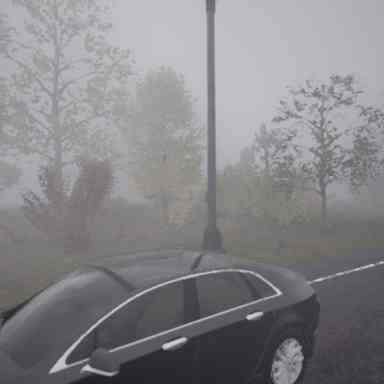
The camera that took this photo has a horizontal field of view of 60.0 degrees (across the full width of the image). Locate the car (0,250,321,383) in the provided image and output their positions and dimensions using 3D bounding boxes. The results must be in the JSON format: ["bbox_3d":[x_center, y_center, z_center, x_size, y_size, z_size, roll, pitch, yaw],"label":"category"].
[{"bbox_3d":[-0.606,1.494,3.562,4.892,1.490,1.837,-1,0,-36],"label":"car"}]
